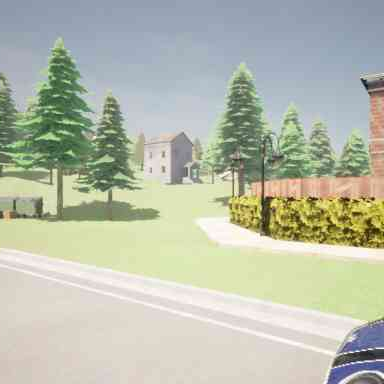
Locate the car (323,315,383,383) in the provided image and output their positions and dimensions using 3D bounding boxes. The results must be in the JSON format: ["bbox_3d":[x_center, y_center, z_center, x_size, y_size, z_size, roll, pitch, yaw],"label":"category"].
[{"bbox_3d":[3.088,1.351,1.774,4.553,1.767,2.097,0,0,36],"label":"car"}]
